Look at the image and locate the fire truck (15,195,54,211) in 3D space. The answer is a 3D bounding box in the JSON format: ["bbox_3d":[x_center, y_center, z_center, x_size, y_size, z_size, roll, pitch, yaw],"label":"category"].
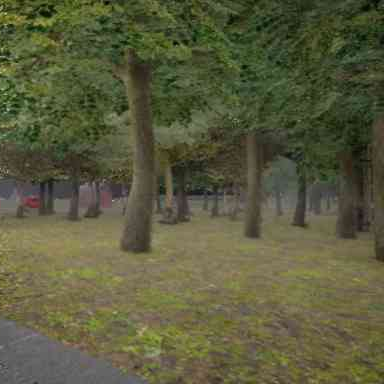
[{"bbox_3d":[-38.662,2.703,82.124,2.891,3.827,8.468,-2,-3,39],"label":"fire truck"}]
